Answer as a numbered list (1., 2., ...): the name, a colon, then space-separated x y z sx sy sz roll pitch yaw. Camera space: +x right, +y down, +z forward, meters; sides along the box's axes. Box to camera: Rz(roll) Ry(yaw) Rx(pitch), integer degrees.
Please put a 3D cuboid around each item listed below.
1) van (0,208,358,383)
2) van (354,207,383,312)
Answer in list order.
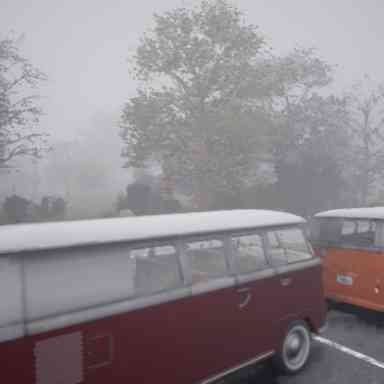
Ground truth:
1. van: -0.132 1.253 3.987 4.442 1.987 1.878 -1 -2 -37
2. van: 4.552 1.276 7.047 4.442 1.987 1.878 -1 -1 -32
